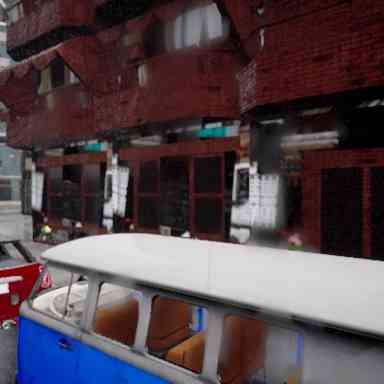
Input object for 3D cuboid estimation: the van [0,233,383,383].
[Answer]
[{"bbox_3d":[0.240,1.329,2.561,3.998,1.788,1.690,1,0,35],"label":"van"}]
